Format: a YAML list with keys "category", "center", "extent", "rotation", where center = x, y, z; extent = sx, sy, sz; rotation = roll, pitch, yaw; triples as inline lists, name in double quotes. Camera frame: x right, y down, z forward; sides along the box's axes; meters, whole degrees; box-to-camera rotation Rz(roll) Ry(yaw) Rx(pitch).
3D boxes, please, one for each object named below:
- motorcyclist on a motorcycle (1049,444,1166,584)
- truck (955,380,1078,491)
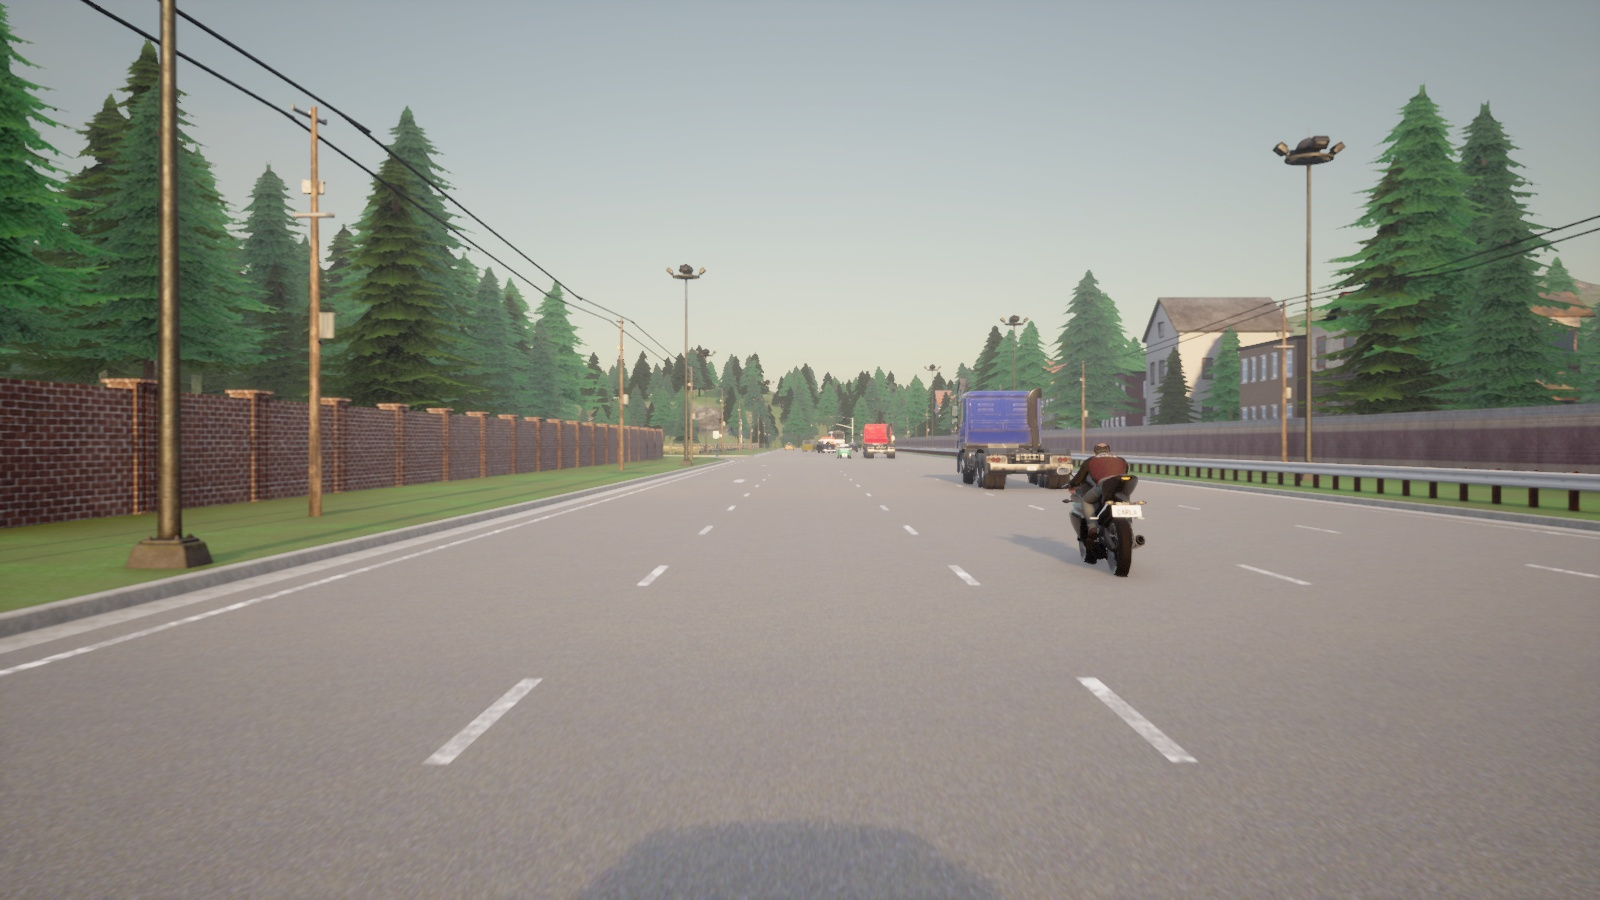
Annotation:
- category: "motorcyclist on a motorcycle"
  center: [3.601, 0.700, 14.912]
  extent: [0.866, 1.530, 2.191]
  rotation: [0, 0, 0]
- category: "truck"
  center: [7.263, -0.473, 43.196]
  extent: [2.891, 3.462, 7.936]
  rotation: [0, 0, 0]
